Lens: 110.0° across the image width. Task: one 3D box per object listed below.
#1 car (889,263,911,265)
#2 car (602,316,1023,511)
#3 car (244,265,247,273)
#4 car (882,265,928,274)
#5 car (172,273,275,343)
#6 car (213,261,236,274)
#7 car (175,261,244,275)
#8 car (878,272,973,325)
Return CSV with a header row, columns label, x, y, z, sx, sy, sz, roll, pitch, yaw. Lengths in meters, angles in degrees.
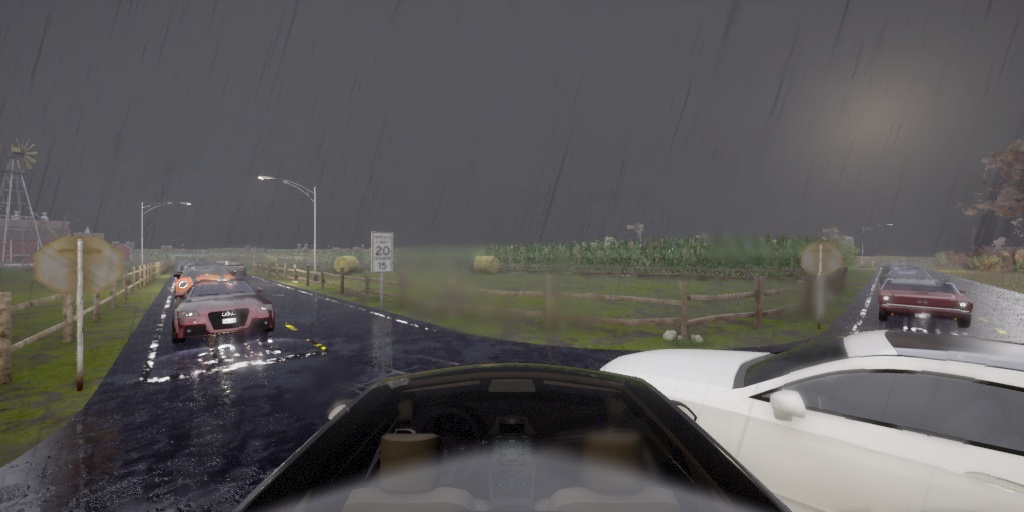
label,x,y,z,sx,sy,sz,roll,pitch,yaw
car,26.996,1.408,24.793,4.181,1.385,1.994,0,1,-44
car,2.808,1.293,2.556,1.812,1.442,4.674,0,1,-45
car,-27.497,1.311,35.415,2.128,1.511,4.902,0,0,-42
car,20.334,1.368,18.440,5.357,1.411,2.033,0,1,-44
car,-8.081,1.362,9.984,1.994,1.385,4.181,0,0,-43
car,-34.327,1.338,42.774,1.837,1.490,4.892,0,0,-42
car,-13.952,1.152,16.383,2.097,1.767,4.553,0,0,-43
car,13.353,1.400,11.773,4.718,1.301,1.895,0,1,-44
